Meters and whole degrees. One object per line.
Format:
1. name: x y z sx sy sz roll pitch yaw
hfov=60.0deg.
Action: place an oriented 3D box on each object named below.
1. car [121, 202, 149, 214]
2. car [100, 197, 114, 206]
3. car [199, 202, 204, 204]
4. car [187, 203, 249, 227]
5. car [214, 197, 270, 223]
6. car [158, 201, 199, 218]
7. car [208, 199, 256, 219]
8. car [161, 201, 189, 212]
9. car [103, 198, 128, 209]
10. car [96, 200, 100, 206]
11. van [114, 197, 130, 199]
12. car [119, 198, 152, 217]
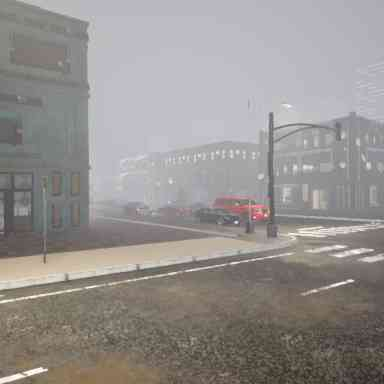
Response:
1. car: -7.432 2.011 43.235 1.994 1.385 4.181 -1 0 -35
2. car: -15.254 1.939 64.207 2.192 1.841 5.009 -1 0 -35
3. car: 0.775 1.903 41.643 1.802 1.307 4.206 -2 0 -35
4. car: 1.878 1.814 25.404 1.947 1.339 4.313 -1 0 -35
5. car: 3.933 1.445 27.199 2.150 2.045 5.566 -1 0 -35
6. car: -1.718 1.937 35.168 1.895 1.301 4.718 -1 0 -35
7. car: 3.845 1.596 32.804 2.097 1.767 4.553 -1 0 -35
8. car: -2.429 1.965 46.155 1.802 1.307 4.206 -2 0 -35
9. car: -12.918 2.169 56.468 1.895 1.301 4.718 -1 0 -35
10. car: -18.453 2.227 68.720 1.887 1.381 4.507 -1 0 -35
11. van: -12.049 1.906 59.694 1.690 1.788 3.998 -1 0 -35
12. car: -6.060 1.846 36.788 1.967 1.590 4.097 -1 0 -35
